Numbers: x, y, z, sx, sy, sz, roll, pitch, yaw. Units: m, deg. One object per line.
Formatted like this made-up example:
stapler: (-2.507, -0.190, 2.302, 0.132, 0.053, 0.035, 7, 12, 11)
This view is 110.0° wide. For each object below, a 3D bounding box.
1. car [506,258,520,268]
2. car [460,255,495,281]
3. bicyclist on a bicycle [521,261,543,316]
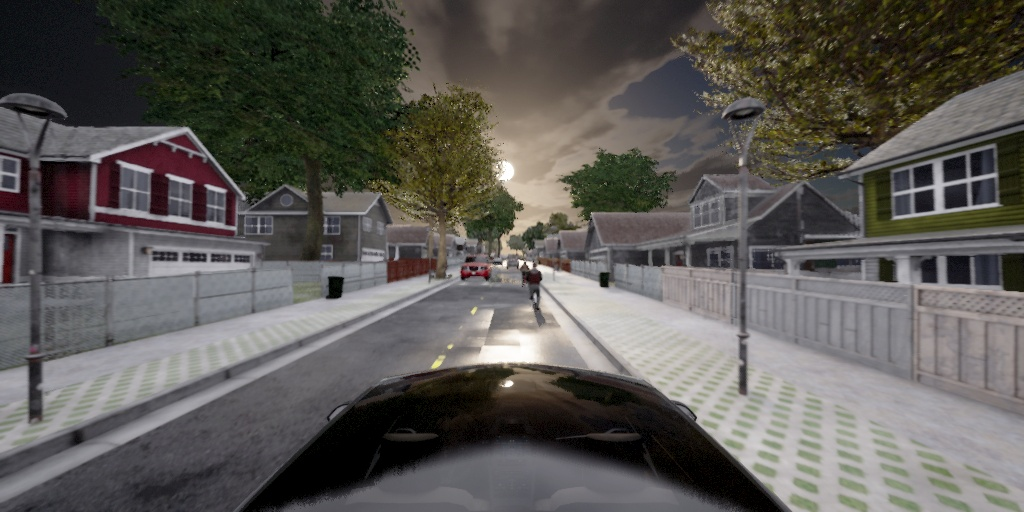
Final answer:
car: (0.107, 1.136, 55.529, 2.128, 1.511, 4.902, 0, 0, 0)
car: (-2.837, 0.901, 29.300, 2.150, 2.045, 5.566, 0, 0, 0)
bicyclist on a bicycle: (0.763, 1.089, 12.366, 0.659, 1.776, 1.843, 0, 0, 0)
